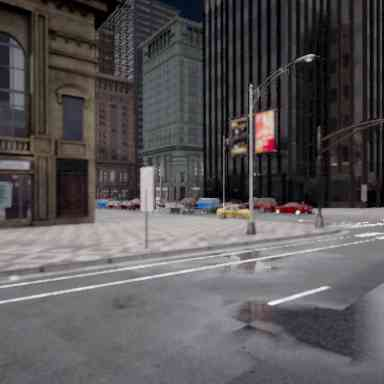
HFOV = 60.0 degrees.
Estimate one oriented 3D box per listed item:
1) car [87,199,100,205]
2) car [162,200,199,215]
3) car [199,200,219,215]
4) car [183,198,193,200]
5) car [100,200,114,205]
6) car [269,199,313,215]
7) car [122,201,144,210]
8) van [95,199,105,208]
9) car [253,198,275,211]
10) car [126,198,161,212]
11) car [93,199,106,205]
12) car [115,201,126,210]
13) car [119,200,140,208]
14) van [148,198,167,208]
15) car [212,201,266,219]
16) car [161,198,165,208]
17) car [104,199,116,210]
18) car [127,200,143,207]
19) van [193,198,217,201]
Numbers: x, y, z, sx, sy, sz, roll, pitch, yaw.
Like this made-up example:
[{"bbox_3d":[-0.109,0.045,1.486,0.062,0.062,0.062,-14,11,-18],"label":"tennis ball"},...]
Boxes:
[{"bbox_3d":[-27.076,2.704,91.031,2.008,1.369,4.403,-1,0,-35],"label":"car"},{"bbox_3d":[-1.362,1.999,40.100,2.008,1.369,4.403,-1,0,-35],"label":"car"},{"bbox_3d":[3.499,1.920,37.871,2.033,1.411,5.357,0,-1,-35],"label":"car"},{"bbox_3d":[-0.514,1.868,53.666,2.192,1.841,5.009,-1,0,-35],"label":"car"},{"bbox_3d":[-21.051,2.589,82.548,1.947,1.339,4.313,-1,0,-35],"label":"car"},{"bbox_3d":[11.254,1.822,37.062,1.887,1.381,4.507,-1,0,-35],"label":"car"},{"bbox_3d":[-10.257,2.297,57.382,1.895,1.301,4.718,0,-1,-35],"label":"car"},{"bbox_3d":[-15.512,2.118,60.017,1.690,1.788,3.998,-1,0,-35],"label":"van"},{"bbox_3d":[8.308,1.662,41.213,2.192,1.841,5.009,-1,0,-35],"label":"car"},{"bbox_3d":[-7.025,1.896,48.067,2.192,1.841,5.009,-1,0,-35],"label":"car"},{"bbox_3d":[-24.064,2.654,86.790,1.947,1.339,4.313,-1,0,-35],"label":"car"},{"bbox_3d":[-9.849,2.191,52.050,1.887,1.381,4.507,-1,0,-35],"label":"car"},{"bbox_3d":[-12.374,2.335,65.575,2.033,1.411,5.357,0,-1,-35],"label":"car"},{"bbox_3d":[-6.395,2.031,61.968,1.690,1.788,3.998,-1,0,-35],"label":"van"},{"bbox_3d":[4.394,1.838,31.995,1.752,1.417,4.829,-1,0,-35],"label":"car"},{"bbox_3d":[-6.331,2.127,57.151,1.882,1.535,5.008,0,-1,-35],"label":"car"},{"bbox_3d":[-12.680,2.152,56.034,1.967,1.590,4.097,-1,0,-35],"label":"car"},{"bbox_3d":[-12.015,2.400,69.824,1.802,1.307,4.206,-1,0,-35],"label":"car"},{"bbox_3d":[2.427,1.826,49.515,1.690,1.788,3.998,-1,0,-35],"label":"van"}]
